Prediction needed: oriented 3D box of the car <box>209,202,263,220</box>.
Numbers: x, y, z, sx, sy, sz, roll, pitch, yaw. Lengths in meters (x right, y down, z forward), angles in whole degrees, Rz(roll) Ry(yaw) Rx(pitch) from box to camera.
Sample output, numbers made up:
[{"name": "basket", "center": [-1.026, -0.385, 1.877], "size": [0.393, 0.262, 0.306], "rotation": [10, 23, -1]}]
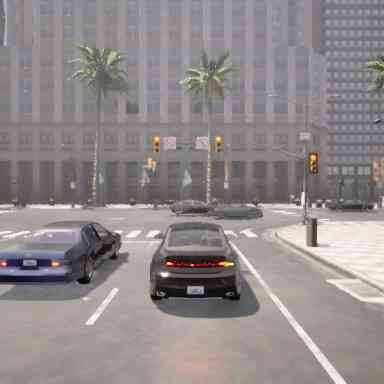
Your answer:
[{"name": "car", "center": [3.771, 1.562, 27.778], "size": [4.181, 1.385, 1.994], "rotation": [0, 0, 0]}]

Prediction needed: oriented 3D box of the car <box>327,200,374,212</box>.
[{"name": "car", "center": [18.217, 1.598, 38.437], "size": [4.718, 1.301, 1.895], "rotation": [0, 0, 0]}]

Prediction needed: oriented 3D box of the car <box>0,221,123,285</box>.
[{"name": "car", "center": [-3.422, 1.547, 9.553], "size": [2.033, 1.411, 5.357], "rotation": [0, 0, 0]}]

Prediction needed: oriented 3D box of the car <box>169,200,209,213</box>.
[{"name": "car", "center": [0.338, 1.489, 31.286], "size": [4.902, 1.511, 2.128], "rotation": [0, 0, 0]}]

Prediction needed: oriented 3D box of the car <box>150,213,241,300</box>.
[{"name": "car", "center": [0.075, 1.504, 8.359], "size": [1.837, 1.490, 4.892], "rotation": [0, 0, 0]}]
